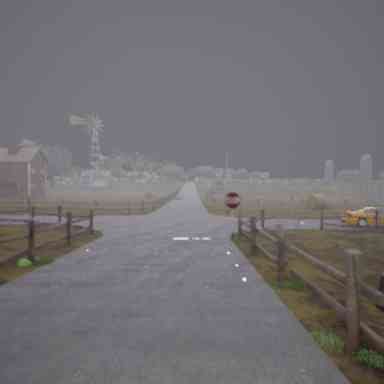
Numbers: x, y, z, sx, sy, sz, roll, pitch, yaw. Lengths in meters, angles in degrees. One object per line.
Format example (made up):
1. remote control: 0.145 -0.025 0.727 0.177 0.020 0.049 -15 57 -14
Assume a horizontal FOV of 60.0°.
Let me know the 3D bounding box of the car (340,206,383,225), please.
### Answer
1. car: 13.922 1.871 25.289 5.008 1.535 1.882 1 1 0

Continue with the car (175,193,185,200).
1. car: -2.741 1.086 74.740 1.837 1.490 4.892 0 1 0
